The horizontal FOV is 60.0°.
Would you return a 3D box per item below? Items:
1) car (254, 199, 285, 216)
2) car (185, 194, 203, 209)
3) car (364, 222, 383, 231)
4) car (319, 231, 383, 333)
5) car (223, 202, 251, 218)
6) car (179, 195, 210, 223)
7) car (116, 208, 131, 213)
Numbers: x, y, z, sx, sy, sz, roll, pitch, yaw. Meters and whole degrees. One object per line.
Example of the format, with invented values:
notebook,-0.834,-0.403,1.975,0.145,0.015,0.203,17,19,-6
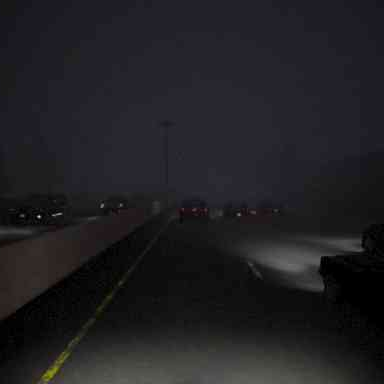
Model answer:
car,7.192,1.388,30.763,1.812,1.442,4.674,0,0,0
car,0.228,1.160,42.252,2.097,1.767,4.553,0,0,0
car,7.137,1.309,10.055,2.097,1.767,4.553,0,0,0
car,3.619,1.579,4.989,1.895,1.301,4.718,0,0,0
car,3.685,1.474,28.168,1.895,1.301,4.718,0,0,0
car,0.174,1.238,24.747,2.097,1.767,4.553,0,0,0
car,-7.003,1.208,30.789,2.097,1.767,4.553,0,0,0
